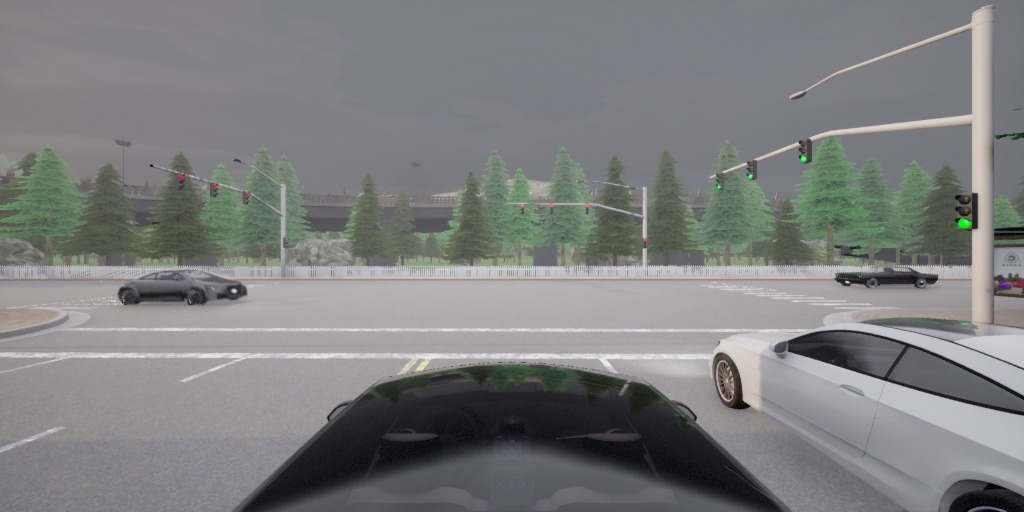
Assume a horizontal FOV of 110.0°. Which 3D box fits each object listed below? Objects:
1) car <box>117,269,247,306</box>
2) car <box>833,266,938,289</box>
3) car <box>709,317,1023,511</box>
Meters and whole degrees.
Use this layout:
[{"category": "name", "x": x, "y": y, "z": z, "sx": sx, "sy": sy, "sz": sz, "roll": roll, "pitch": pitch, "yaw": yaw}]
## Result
[{"category": "car", "x": -13.557, "y": 1.266, "z": 14.909, "sx": 4.181, "sy": 1.385, "sz": 1.994, "roll": 0, "pitch": 0, "yaw": 0}, {"category": "car", "x": 22.865, "y": 1.295, "z": 22.071, "sx": 4.718, "sy": 1.301, "sz": 1.895, "roll": 0, "pitch": 0, "yaw": 0}, {"category": "car", "x": 3.657, "y": 1.276, "z": 3.168, "sx": 1.812, "sy": 1.442, "sz": 4.674, "roll": 0, "pitch": 0, "yaw": 2}]
